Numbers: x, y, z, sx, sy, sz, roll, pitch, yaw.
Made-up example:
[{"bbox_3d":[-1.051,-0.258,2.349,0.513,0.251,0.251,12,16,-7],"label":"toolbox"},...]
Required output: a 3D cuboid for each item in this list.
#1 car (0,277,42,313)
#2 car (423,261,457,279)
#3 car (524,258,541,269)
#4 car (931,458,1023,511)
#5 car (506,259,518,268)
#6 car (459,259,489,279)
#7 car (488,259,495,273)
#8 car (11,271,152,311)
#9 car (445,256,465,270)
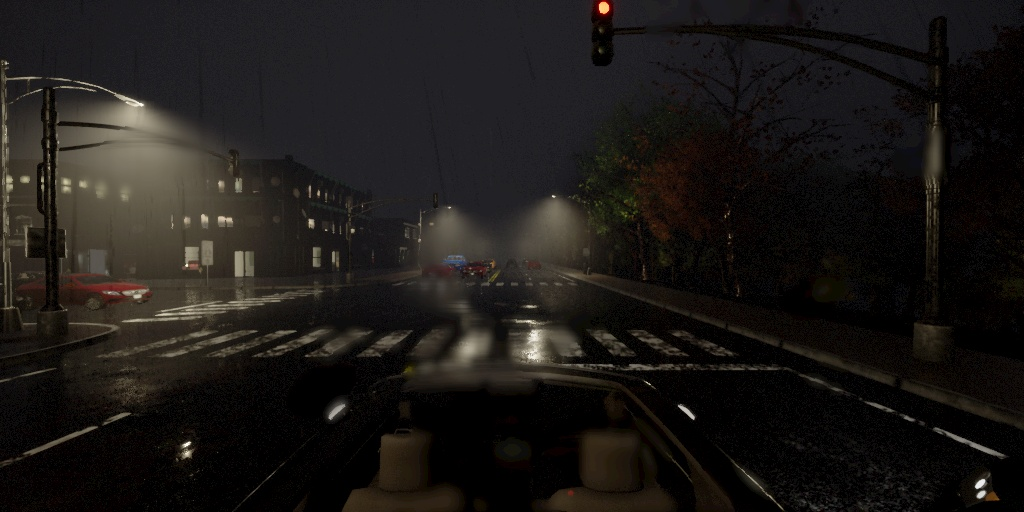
[{"bbox_3d":[-19.971,1.565,12.541,4.313,1.339,1.948,0,0,0],"label":"car"},{"bbox_3d":[-6.662,1.341,32.886,1.895,1.301,4.718,0,0,2],"label":"car"},{"bbox_3d":[3.231,1.208,54.106,1.882,1.535,5.008,0,0,0],"label":"car"},{"bbox_3d":[3.356,1.314,0.228,1.994,1.385,4.181,0,0,0],"label":"car"},{"bbox_3d":[-0.036,1.233,62.861,1.837,1.490,4.892,0,0,0],"label":"car"},{"bbox_3d":[-3.412,1.266,33.107,1.812,1.442,4.674,0,0,0],"label":"car"},{"bbox_3d":[-3.425,1.241,43.174,1.837,1.490,4.892,0,0,0],"label":"car"},{"bbox_3d":[-18.104,1.476,15.187,4.674,1.442,1.812,-1,1,2],"label":"car"},{"bbox_3d":[-6.678,0.957,42.791,2.150,2.045,5.566,0,0,0],"label":"car"}]
